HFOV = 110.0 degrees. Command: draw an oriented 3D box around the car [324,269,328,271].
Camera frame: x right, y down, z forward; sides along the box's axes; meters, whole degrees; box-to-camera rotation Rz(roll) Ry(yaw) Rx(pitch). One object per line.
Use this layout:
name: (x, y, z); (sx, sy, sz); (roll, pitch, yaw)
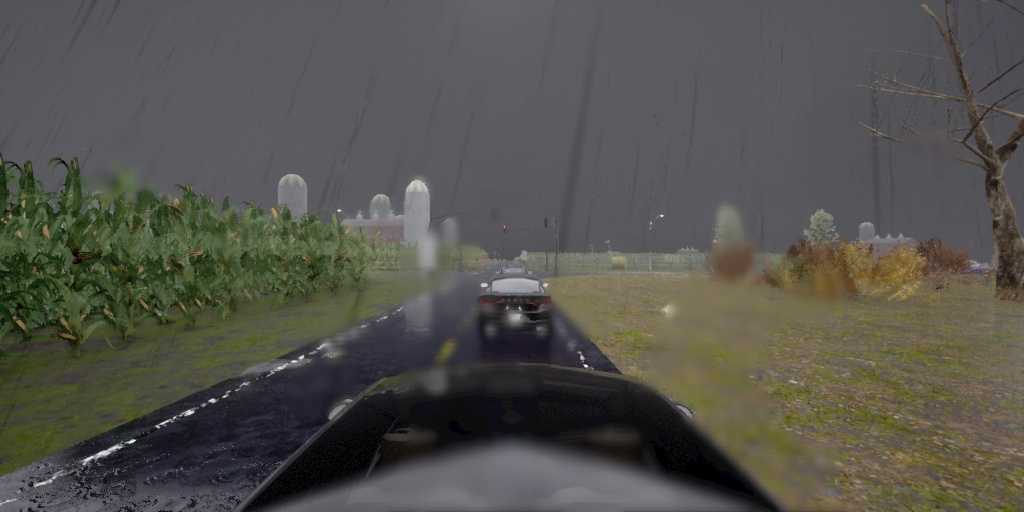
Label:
car: (-21.309, 1.049, 38.935); (5.008, 1.535, 1.882); (0, -1, -3)

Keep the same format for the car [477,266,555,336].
car: (0.099, 1.233, 10.491); (1.882, 1.535, 5.008); (0, 0, 0)
